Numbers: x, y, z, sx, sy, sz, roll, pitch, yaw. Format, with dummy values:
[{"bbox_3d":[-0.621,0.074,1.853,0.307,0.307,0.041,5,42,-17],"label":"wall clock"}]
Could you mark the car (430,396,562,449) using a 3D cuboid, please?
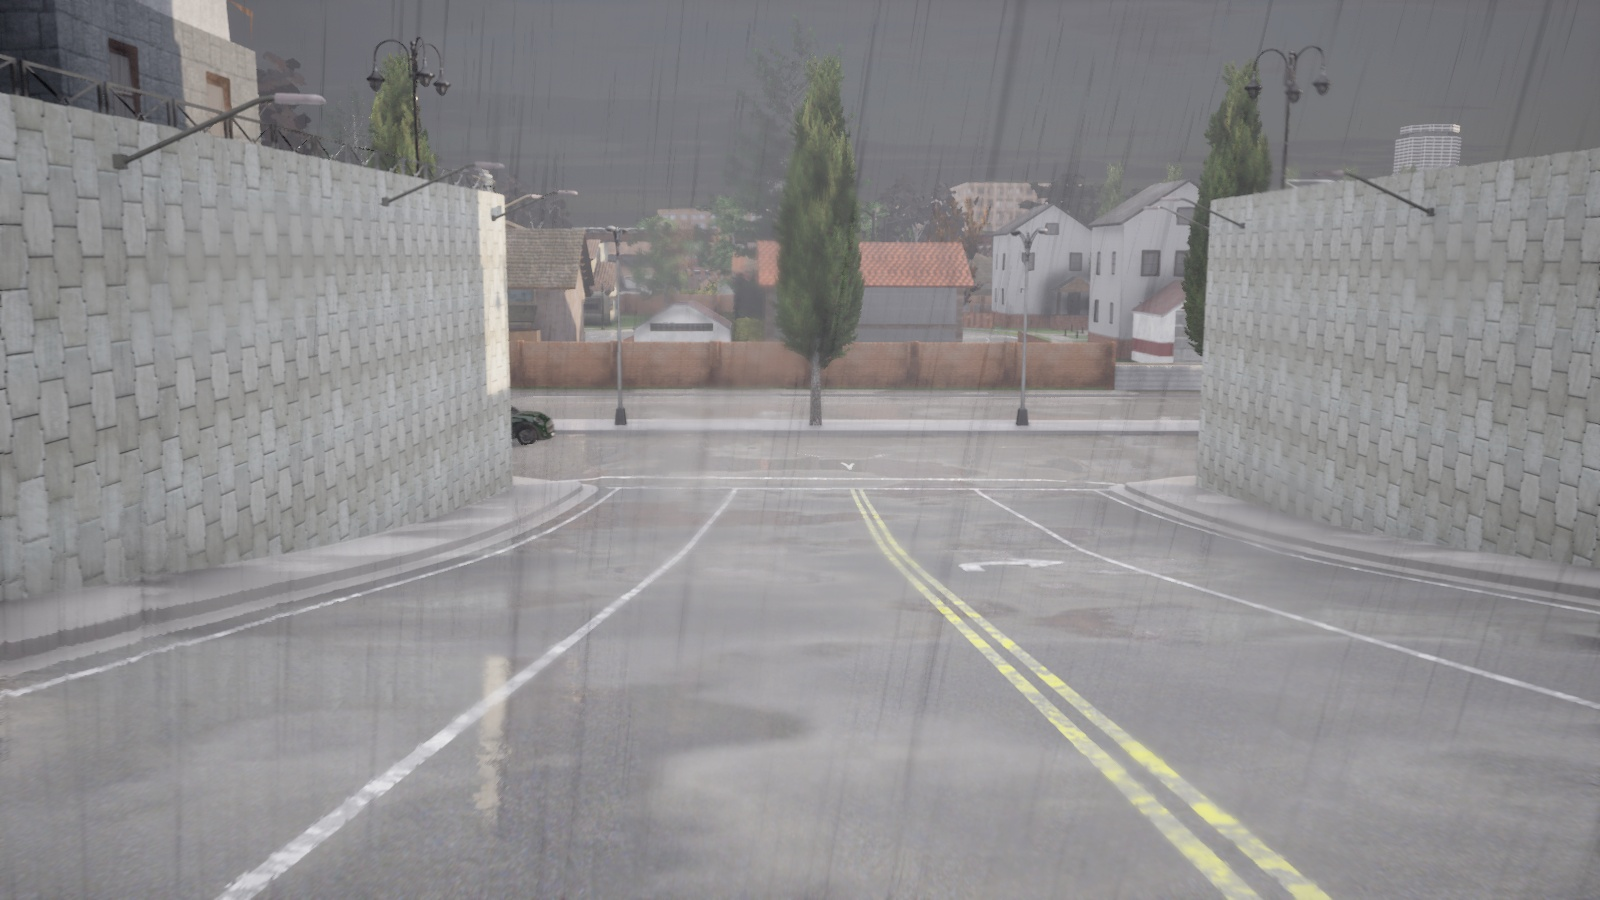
[{"bbox_3d":[-11.715,-1.097,48.616,4.553,1.767,2.097,0,9,-1],"label":"car"}]
